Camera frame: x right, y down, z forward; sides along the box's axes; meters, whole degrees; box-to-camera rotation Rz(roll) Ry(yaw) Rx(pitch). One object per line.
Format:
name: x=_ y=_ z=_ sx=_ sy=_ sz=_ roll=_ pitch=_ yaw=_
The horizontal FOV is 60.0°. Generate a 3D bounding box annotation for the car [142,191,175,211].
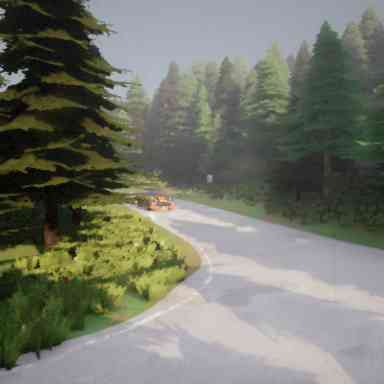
car: x=-3.063 y=0.539 z=27.989 sx=2.097 sy=1.767 sz=4.553 roll=-1 pitch=4 yaw=-23
